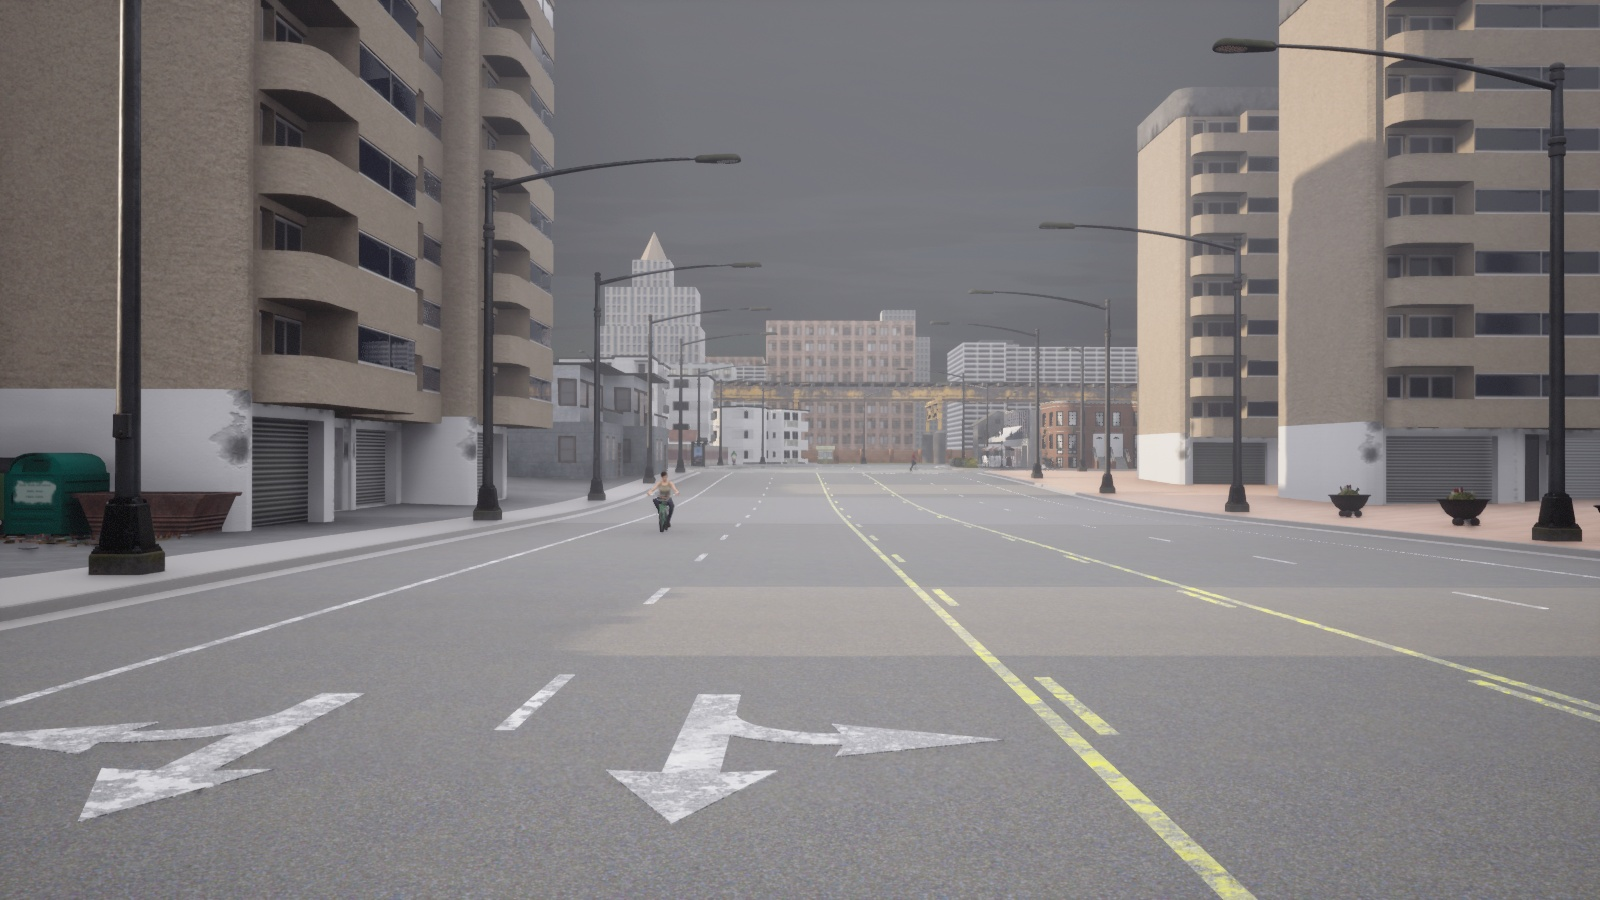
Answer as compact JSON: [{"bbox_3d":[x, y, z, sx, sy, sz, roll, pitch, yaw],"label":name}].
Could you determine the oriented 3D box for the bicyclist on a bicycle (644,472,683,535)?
[{"bbox_3d":[-3.576,1.389,32.980,0.866,1.612,1.509,0,-1,0],"label":"bicyclist on a bicycle"}]
